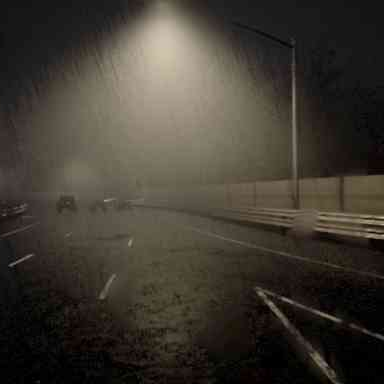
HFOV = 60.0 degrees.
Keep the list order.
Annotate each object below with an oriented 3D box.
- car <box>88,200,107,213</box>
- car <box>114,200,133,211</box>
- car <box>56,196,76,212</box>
[{"bbox_3d":[-11.981,1.763,42.043,1.837,1.490,4.892,0,0,-22],"label":"car"},{"bbox_3d":[-9.189,1.767,44.394,1.812,1.442,4.674,0,0,-23],"label":"car"},{"bbox_3d":[-16.875,1.534,44.571,2.150,2.045,5.566,0,0,-26],"label":"car"}]
